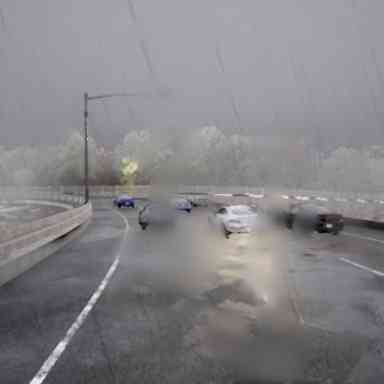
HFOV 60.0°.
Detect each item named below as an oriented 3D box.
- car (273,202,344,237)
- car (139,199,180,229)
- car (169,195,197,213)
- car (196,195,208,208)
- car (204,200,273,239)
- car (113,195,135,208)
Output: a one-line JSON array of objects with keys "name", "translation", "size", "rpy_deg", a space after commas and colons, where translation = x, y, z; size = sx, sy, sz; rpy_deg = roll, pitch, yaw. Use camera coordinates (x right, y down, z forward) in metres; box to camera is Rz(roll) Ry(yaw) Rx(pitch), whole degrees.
[{"name": "car", "translation": [5.547, 1.256, 16.799], "size": [1.882, 1.535, 5.008], "rpy_deg": [0, 1, -9]}, {"name": "car", "translation": [-2.165, 1.364, 20.062], "size": [1.994, 1.385, 4.181], "rpy_deg": [0, 1, -10]}, {"name": "car", "translation": [-1.501, 1.218, 31.628], "size": [2.033, 1.411, 5.357], "rpy_deg": [-1, 1, -17]}, {"name": "car", "translation": [0.395, 1.093, 36.953], "size": [2.128, 1.511, 4.902], "rpy_deg": [-1, 1, -19]}, {"name": "car", "translation": [2.079, 1.335, 16.241], "size": [1.812, 1.442, 4.674], "rpy_deg": [0, 1, -9]}, {"name": "car", "translation": [-8.227, 1.107, 39.958], "size": [1.882, 1.535, 5.008], "rpy_deg": [0, 1, -22]}]
